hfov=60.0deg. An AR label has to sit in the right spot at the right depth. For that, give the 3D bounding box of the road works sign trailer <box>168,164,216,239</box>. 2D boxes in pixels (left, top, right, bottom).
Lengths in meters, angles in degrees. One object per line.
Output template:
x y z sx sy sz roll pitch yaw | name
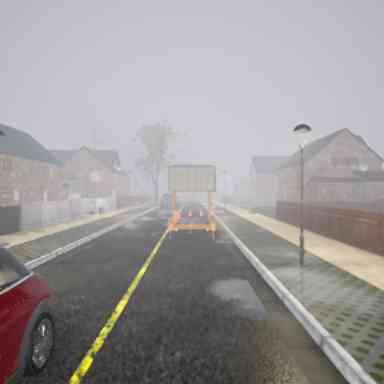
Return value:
-0.001 0.383 16.871 2.380 3.560 2.880 0 0 0 | road works sign trailer

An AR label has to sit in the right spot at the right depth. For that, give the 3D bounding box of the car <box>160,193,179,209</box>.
-2.845 1.102 42.783 2.150 2.045 5.566 0 0 0 | car

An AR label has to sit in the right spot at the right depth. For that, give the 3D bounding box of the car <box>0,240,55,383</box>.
-2.851 1.338 2.469 2.097 1.767 4.553 0 0 0 | car
